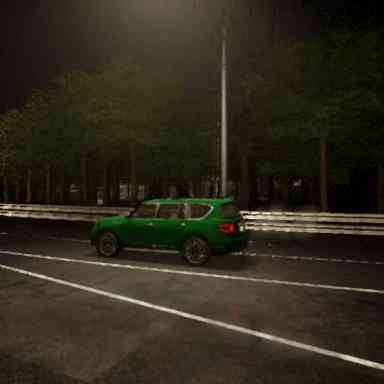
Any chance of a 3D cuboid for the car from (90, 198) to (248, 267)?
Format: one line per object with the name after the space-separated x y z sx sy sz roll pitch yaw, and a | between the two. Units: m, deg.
-0.872 1.242 11.587 5.566 2.045 2.150 0 0 24 | car
